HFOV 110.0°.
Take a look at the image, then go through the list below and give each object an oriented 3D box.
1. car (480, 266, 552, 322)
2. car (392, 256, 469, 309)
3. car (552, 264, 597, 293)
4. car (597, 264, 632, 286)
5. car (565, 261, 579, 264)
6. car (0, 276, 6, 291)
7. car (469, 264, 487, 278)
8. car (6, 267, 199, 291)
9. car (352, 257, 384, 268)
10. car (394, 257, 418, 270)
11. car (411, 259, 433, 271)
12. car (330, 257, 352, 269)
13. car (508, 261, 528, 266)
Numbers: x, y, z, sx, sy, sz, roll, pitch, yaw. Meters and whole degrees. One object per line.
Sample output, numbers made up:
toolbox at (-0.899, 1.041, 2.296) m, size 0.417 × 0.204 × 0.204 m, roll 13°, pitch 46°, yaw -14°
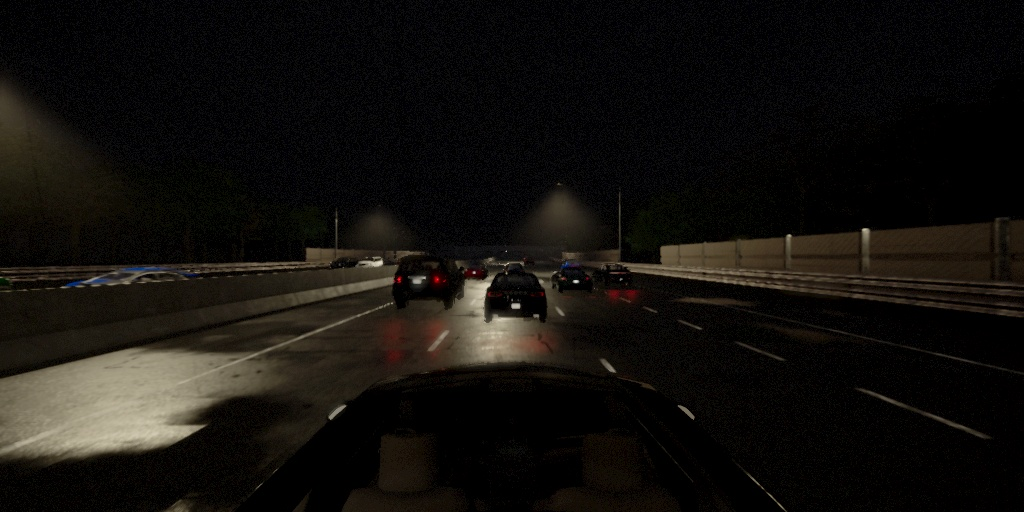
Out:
car at (0.114, 1.271, 12.575) m, size 1.882 × 1.535 × 5.008 m, roll 0°, pitch 0°, yaw 0°
car at (-3.379, 1.026, 15.503) m, size 2.150 × 2.045 × 5.566 m, roll 0°, pitch 0°, yaw 0°
car at (3.543, 1.397, 21.782) m, size 1.994 × 1.385 × 4.181 m, roll 0°, pitch 0°, yaw 0°
car at (7.163, 1.341, 25.913) m, size 2.128 × 1.511 × 4.902 m, roll 0°, pitch 0°, yaw 0°
car at (7.287, 1.394, 44.100) m, size 1.882 × 1.535 × 5.008 m, roll 0°, pitch 0°, yaw 0°
car at (-21.083, 1.142, 12.437) m, size 2.097 × 1.767 × 4.553 m, roll 0°, pitch 0°, yaw 0°
car at (-3.294, 1.441, 33.369) m, size 1.994 × 1.385 × 4.181 m, roll 0°, pitch 0°, yaw 0°
car at (-14.083, 1.286, 13.246) m, size 2.128 × 1.511 × 4.902 m, roll 0°, pitch 0°, yaw 0°
car at (-20.796, 1.162, 52.748) m, size 2.150 × 2.045 × 5.566 m, roll 0°, pitch 0°, yaw 1°
car at (-17.208, 1.183, 58.718) m, size 2.150 × 2.045 × 5.566 m, roll 0°, pitch 0°, yaw 1°
car at (-13.769, 1.302, 55.048) m, size 2.097 × 1.767 × 4.553 m, roll 0°, pitch 0°, yaw 1°
car at (-24.295, 1.160, 52.363) m, size 2.150 × 2.045 × 5.566 m, roll 0°, pitch 0°, yaw 1°
car at (0.207, 1.442, 33.580) m, size 1.994 × 1.385 × 4.181 m, roll 0°, pitch 0°, yaw 0°
